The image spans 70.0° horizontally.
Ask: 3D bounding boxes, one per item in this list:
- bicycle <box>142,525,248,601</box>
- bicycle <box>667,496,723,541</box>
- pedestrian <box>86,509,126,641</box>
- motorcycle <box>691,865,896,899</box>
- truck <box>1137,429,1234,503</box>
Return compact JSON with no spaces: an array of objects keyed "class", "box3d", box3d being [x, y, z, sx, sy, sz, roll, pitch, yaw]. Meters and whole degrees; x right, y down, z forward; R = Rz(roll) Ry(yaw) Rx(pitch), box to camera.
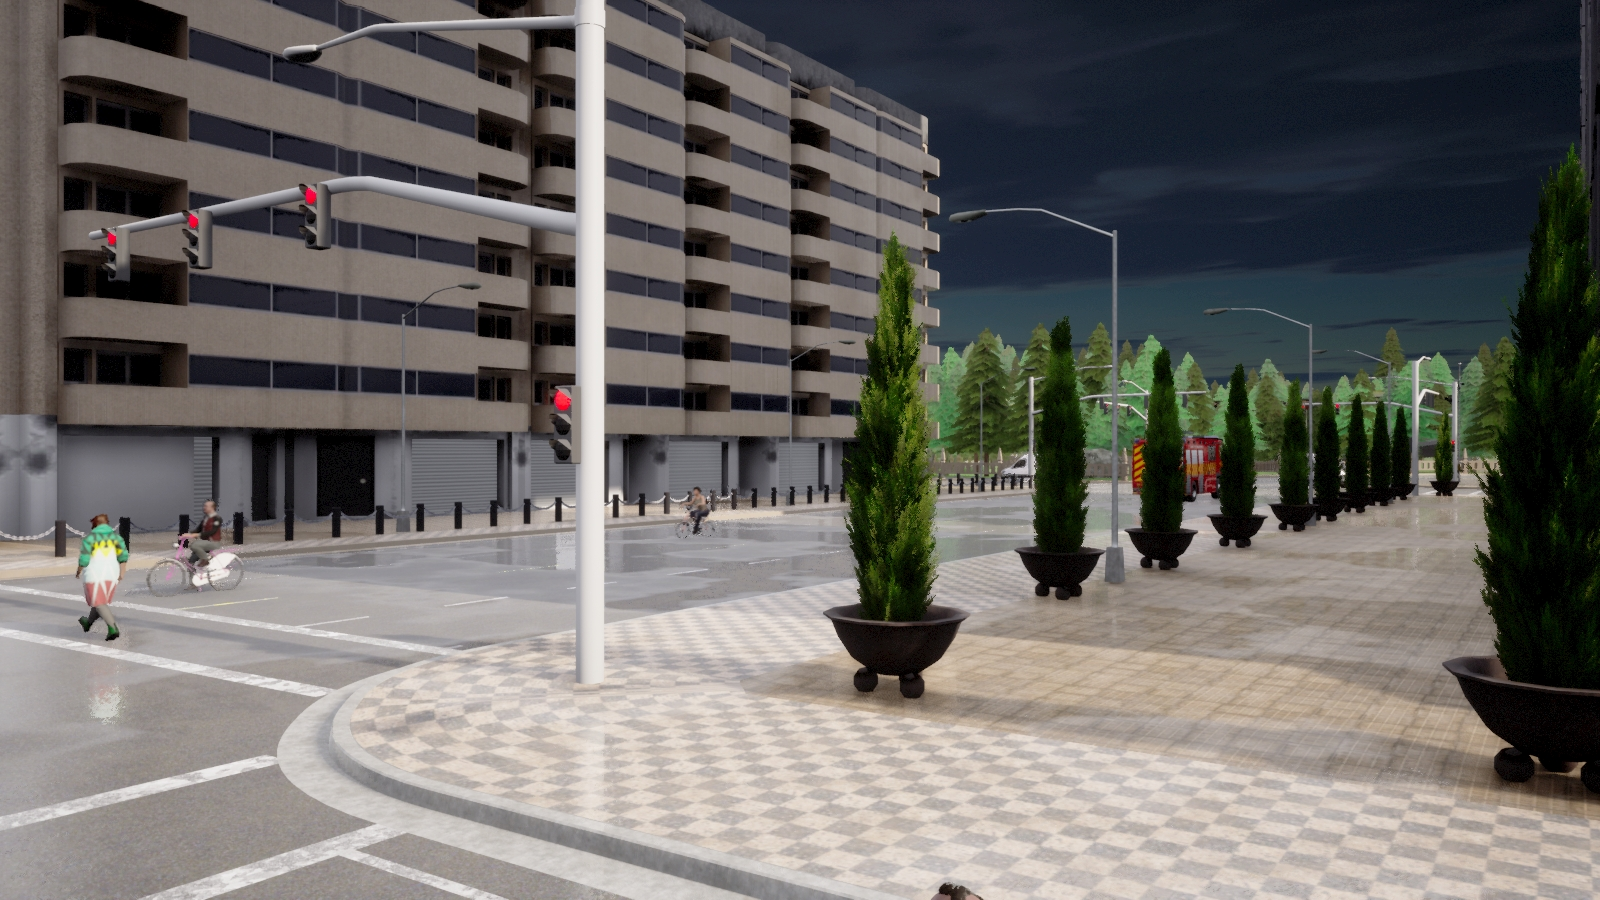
[{"class":"bicycle","box3d":[-11.427,2.105,21.643,0.329,1.271,1.835,0,0,33]},{"class":"bicycle","box3d":[-3.239,2.102,35.307,1.487,1.276,0.859,0,0,-43]},{"class":"pedestrian","box3d":[-10.089,1.804,16.607,0.375,1.860,0.375,0,0,34]},{"class":"motorcycle","box3d":[0.516,2.205,3.364,2.209,1.251,0.867,0,0,34]},{"class":"truck","box3d":[21.438,0.835,63.219,2.891,3.827,8.468,0,0,34]}]
